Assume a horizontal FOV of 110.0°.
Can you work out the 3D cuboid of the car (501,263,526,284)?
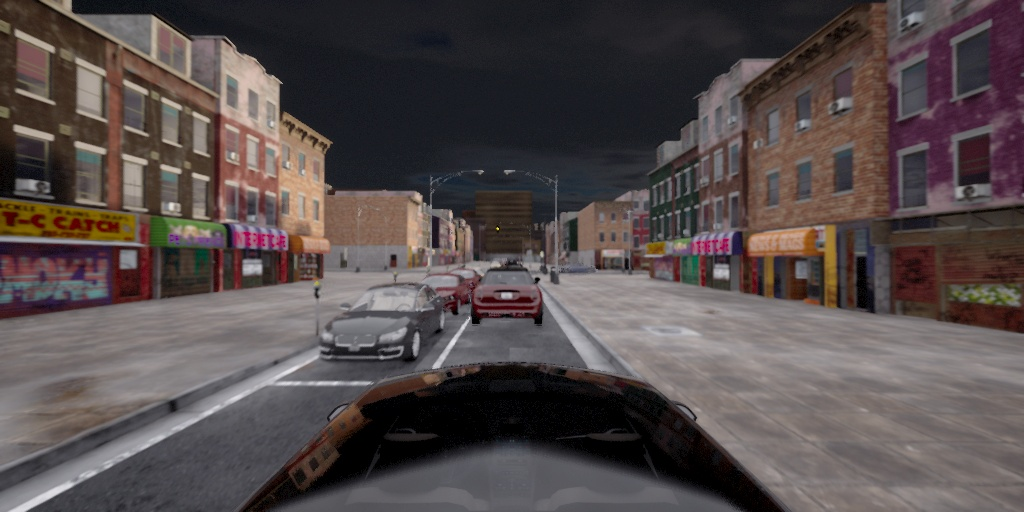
[{"bbox_3d":[0.101,1.320,28.438,1.837,1.490,4.892,0,0,0],"label":"car"}]

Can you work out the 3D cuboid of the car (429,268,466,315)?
[{"bbox_3d":[-2.635,1.319,13.668,1.888,1.381,4.507,0,0,0],"label":"car"}]

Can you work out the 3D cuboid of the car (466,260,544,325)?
[{"bbox_3d":[-0.104,1.123,12.100,2.097,1.767,4.553,0,0,1],"label":"car"}]

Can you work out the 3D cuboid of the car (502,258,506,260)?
[{"bbox_3d":[-2.627,1.263,62.056,2.192,1.841,5.009,0,0,0],"label":"car"}]

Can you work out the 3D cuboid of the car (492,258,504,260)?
[{"bbox_3d":[-2.628,1.449,56.443,1.751,1.417,4.829,0,0,0],"label":"car"}]

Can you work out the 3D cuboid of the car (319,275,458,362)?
[{"bbox_3d":[-2.636,1.313,8.175,2.007,1.370,4.403,0,0,0],"label":"car"}]

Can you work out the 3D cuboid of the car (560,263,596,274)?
[{"bbox_3d":[7.700,1.509,41.880,4.181,1.385,1.994,1,-1,-4],"label":"car"}]
